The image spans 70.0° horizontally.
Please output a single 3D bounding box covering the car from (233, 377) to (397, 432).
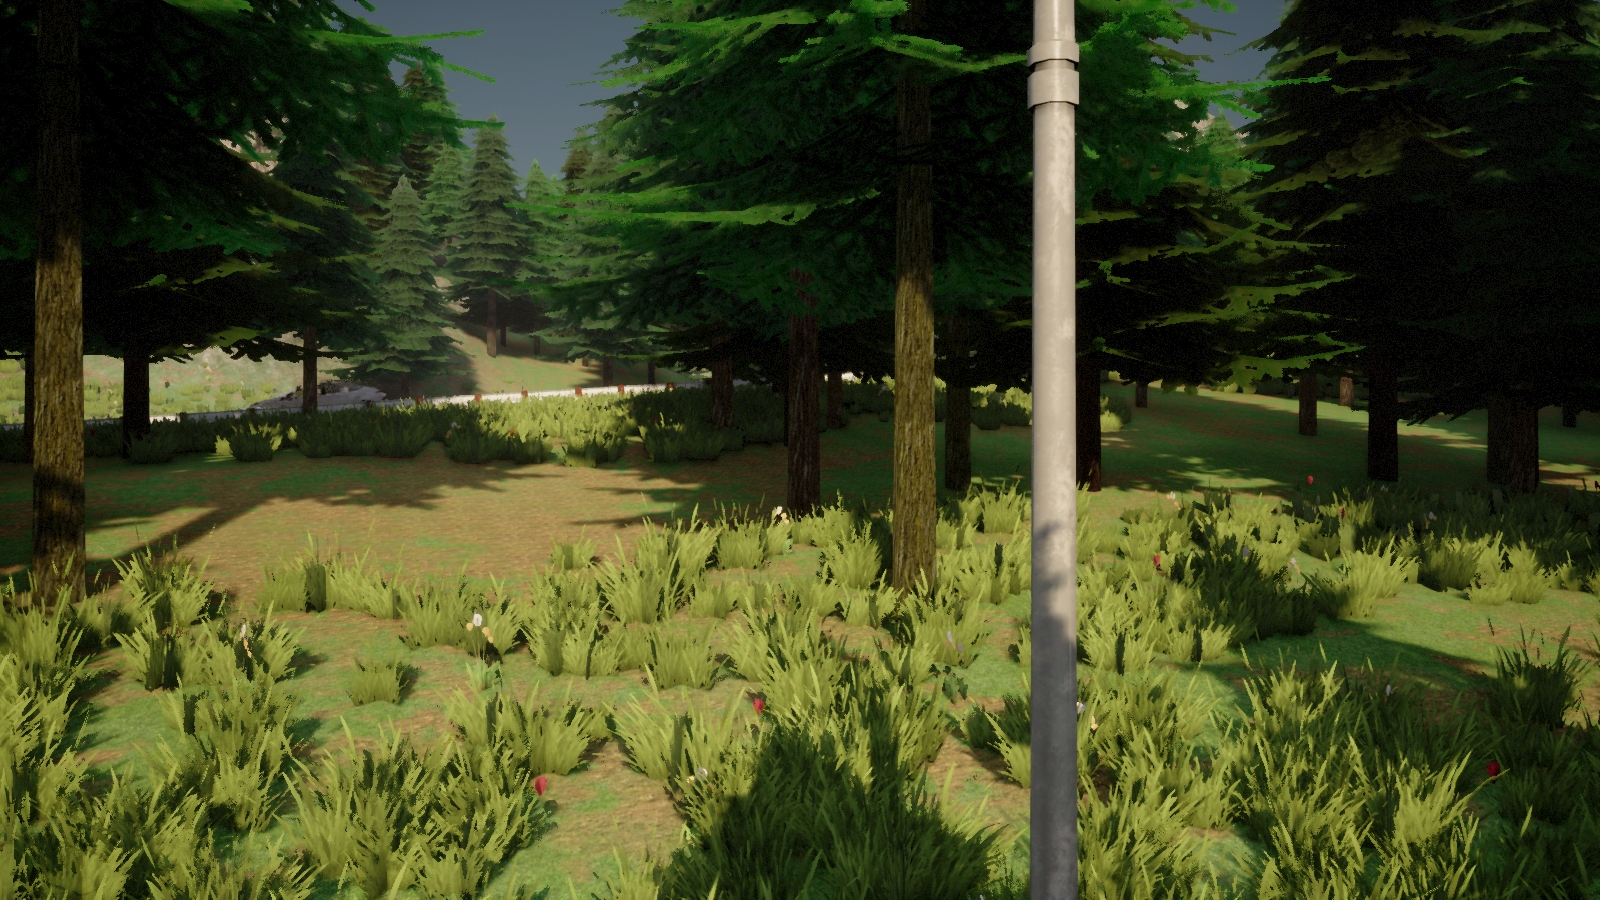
[{"bbox_3d":[-16.323,-1.522,38.469,4.792,1.488,2.163,-5,2,-28],"label":"car"}]
